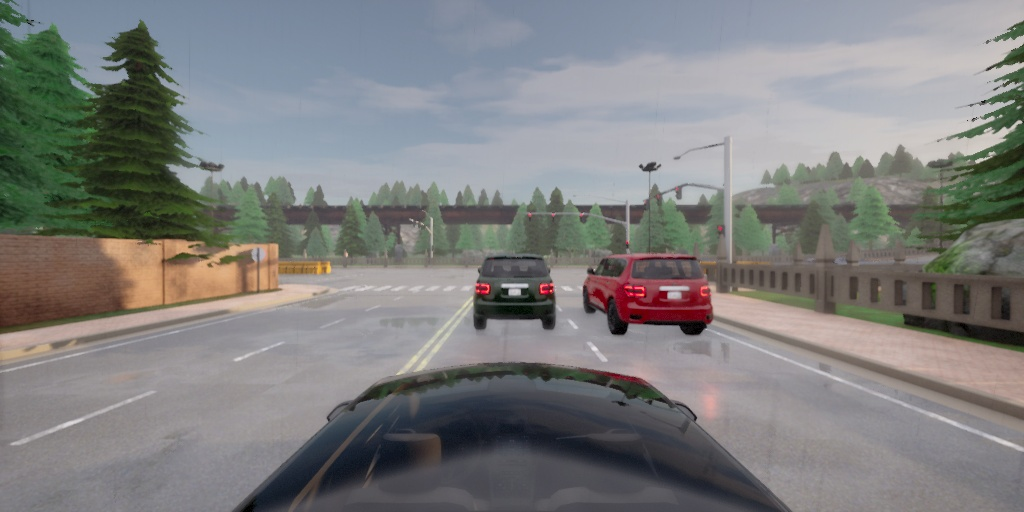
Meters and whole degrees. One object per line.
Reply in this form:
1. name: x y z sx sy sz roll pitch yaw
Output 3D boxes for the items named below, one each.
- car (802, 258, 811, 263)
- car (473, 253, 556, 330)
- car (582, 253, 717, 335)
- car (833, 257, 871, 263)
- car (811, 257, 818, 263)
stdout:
1. car: 41.350 0.946 49.155 5.008 1.535 1.882 -2 0 0
2. car: 0.071 0.944 11.187 2.150 2.045 5.566 0 0 0
3. car: 3.571 0.946 10.510 2.150 2.045 5.566 0 0 0
4. car: 40.049 1.076 42.174 5.357 1.411 2.033 -2 0 0
5. car: 41.744 0.944 45.664 5.008 1.535 1.882 -2 0 0
